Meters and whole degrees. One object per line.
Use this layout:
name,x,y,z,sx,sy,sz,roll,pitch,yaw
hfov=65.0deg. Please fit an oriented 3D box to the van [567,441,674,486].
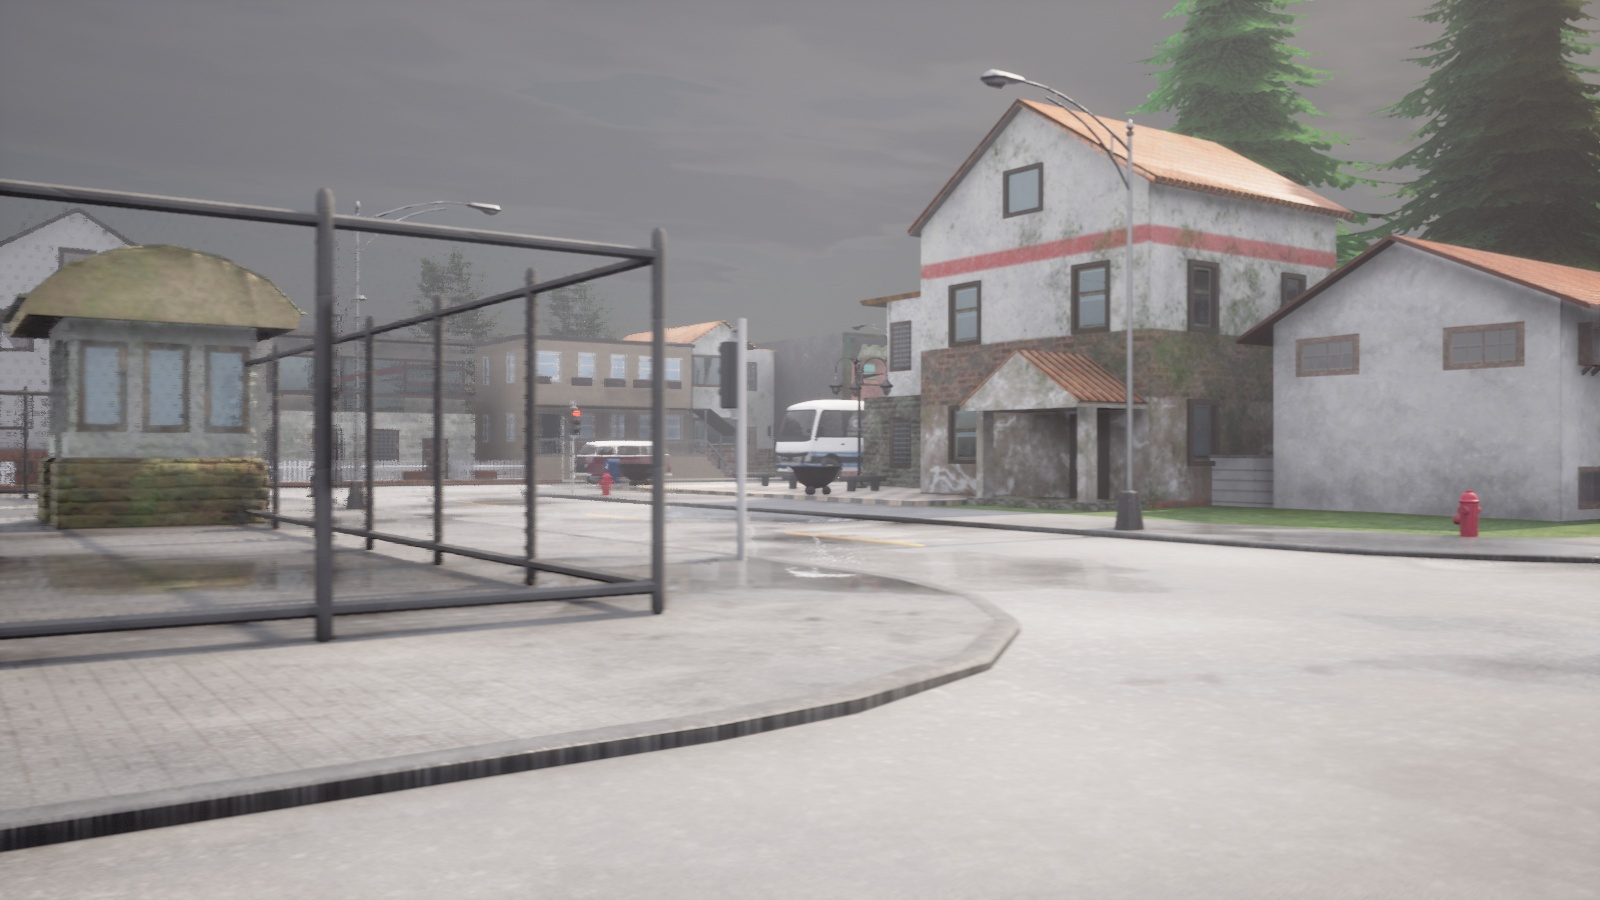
van,-8.366,0.618,58.511,4.480,2.038,2.069,0,0,-35

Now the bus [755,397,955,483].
bus,3.003,-0.492,66.413,10.273,4.253,3.944,0,0,-35
